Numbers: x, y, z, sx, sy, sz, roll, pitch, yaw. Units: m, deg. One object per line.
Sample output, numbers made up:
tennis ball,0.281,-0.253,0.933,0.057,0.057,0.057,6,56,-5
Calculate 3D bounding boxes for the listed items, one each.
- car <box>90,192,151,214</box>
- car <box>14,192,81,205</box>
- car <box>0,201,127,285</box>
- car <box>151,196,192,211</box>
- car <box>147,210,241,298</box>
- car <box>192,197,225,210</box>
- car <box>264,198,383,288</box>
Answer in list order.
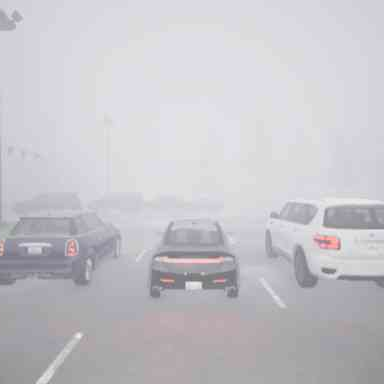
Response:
car,-7.174,1.024,31.689,5.566,2.045,2.150,0,0,15
car,-12.376,1.042,28.680,5.566,2.045,2.150,0,-1,-6
car,-3.439,1.292,9.439,2.097,1.767,4.553,0,0,0
car,-2.747,1.142,33.640,4.553,1.767,2.097,0,1,27
car,0.054,1.439,8.359,2.128,1.511,4.902,0,0,1
car,1.232,1.304,35.595,4.674,1.442,1.812,0,0,33
car,3.557,1.163,9.214,2.150,2.045,5.566,0,0,0
